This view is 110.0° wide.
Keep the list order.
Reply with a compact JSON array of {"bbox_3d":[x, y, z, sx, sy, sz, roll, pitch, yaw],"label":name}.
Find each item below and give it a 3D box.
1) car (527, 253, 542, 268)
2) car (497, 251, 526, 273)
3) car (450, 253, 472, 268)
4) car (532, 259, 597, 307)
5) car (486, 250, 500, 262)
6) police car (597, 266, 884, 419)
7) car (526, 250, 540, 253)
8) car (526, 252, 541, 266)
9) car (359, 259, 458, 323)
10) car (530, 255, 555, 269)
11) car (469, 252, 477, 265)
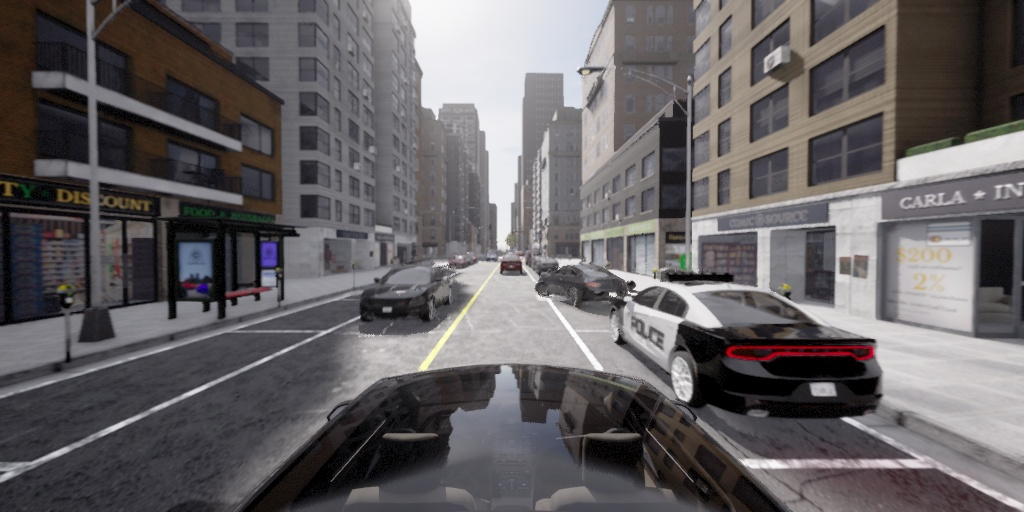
[{"bbox_3d":[2.726,0.660,33.726,2.007,1.370,4.403,0,0,0],"label":"car"},{"bbox_3d":[-0.049,0.641,31.062,1.882,1.535,5.008,0,1,0],"label":"car"},{"bbox_3d":[-5.823,0.583,39.205,1.802,1.307,4.207,0,0,0],"label":"car"},{"bbox_3d":[2.576,1.031,13.926,1.812,1.442,4.674,0,1,-18],"label":"car"},{"bbox_3d":[-3.232,0.175,58.046,2.033,1.411,5.357,0,1,0],"label":"car"},{"bbox_3d":[3.115,1.085,6.182,1.930,1.638,5.238,0,1,0],"label":"police car"},{"bbox_3d":[2.680,0.203,44.771,2.192,1.841,5.009,0,0,0],"label":"car"},{"bbox_3d":[2.703,0.565,39.248,1.948,1.339,4.313,0,0,0],"label":"car"},{"bbox_3d":[-3.141,1.032,11.495,1.882,1.535,5.008,0,1,0],"label":"car"},{"bbox_3d":[2.749,0.770,28.203,2.007,1.370,4.403,0,0,0],"label":"car"},{"bbox_3d":[-5.846,0.457,44.729,1.948,1.339,4.313,0,0,0],"label":"car"}]
